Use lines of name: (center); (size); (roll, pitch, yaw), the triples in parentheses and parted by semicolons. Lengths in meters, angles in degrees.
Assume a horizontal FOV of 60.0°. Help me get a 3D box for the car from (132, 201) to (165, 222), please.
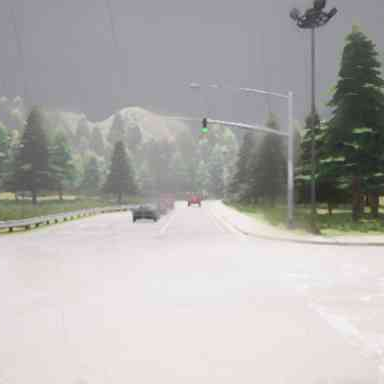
car: (-3.581, 1.643, 26.893); (1.895, 1.301, 4.718); (0, 0, 0)

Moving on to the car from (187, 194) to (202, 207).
car: (0.413, 1.307, 54.057); (2.150, 2.045, 5.566); (0, 0, 2)

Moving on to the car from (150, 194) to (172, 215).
car: (-3.563, 1.406, 34.016); (2.097, 1.767, 4.553); (0, 0, 0)

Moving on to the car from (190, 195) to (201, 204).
car: (0.683, 1.454, 64.474); (2.097, 1.767, 4.553); (0, 0, 2)

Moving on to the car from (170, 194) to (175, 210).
car: (-3.487, 1.292, 44.703); (2.150, 2.045, 5.566); (0, 0, 1)
